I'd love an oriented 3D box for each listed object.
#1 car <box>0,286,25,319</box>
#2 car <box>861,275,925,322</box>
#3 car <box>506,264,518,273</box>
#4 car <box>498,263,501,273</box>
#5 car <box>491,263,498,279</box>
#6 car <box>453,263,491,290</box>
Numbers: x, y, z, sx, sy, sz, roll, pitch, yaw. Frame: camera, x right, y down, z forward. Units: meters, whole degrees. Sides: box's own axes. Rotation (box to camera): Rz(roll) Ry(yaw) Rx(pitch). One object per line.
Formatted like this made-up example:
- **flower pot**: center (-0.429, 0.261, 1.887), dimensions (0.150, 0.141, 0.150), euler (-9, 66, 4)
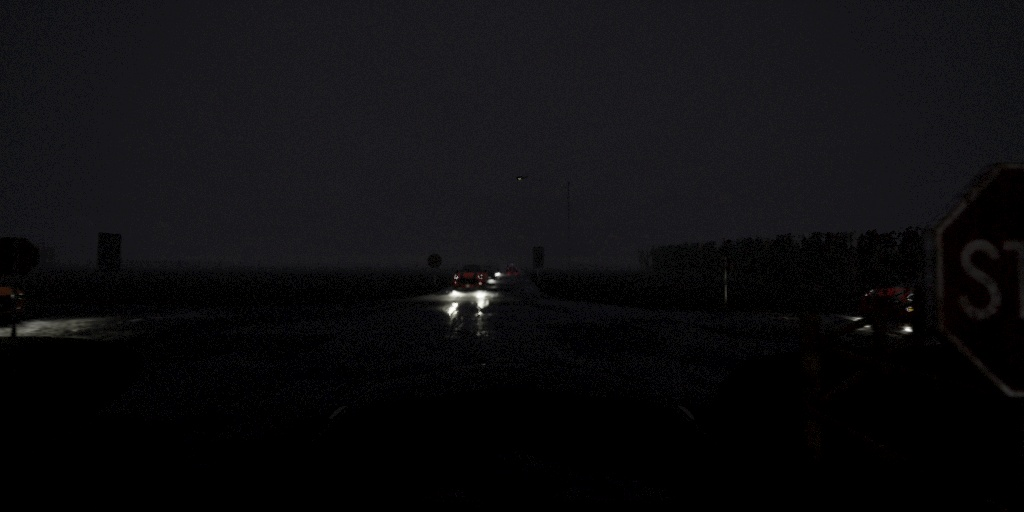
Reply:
- **car**: center (-17.334, 1.134, 10.348), dimensions (5.008, 1.535, 1.882), euler (1, -1, 0)
- **car**: center (15.773, 1.450, 13.172), dimensions (4.553, 1.767, 2.097), euler (1, -1, 0)
- **car**: center (0.009, 1.953, 56.822), dimensions (1.895, 1.301, 4.718), euler (0, -1, 0)
- **car**: center (-2.794, 1.843, 56.626), dimensions (2.128, 1.511, 4.902), euler (0, -1, 1)
- **car**: center (-2.840, 1.676, 39.478), dimensions (1.837, 1.490, 4.892), euler (0, -1, 0)
- **car**: center (-2.846, 1.370, 25.323), dimensions (2.097, 1.767, 4.553), euler (0, -1, 0)
